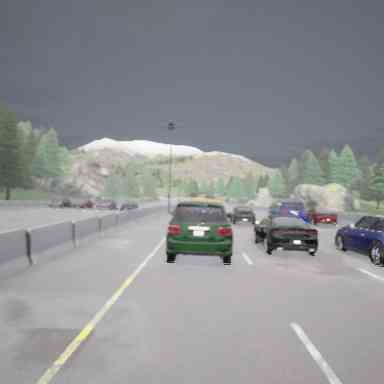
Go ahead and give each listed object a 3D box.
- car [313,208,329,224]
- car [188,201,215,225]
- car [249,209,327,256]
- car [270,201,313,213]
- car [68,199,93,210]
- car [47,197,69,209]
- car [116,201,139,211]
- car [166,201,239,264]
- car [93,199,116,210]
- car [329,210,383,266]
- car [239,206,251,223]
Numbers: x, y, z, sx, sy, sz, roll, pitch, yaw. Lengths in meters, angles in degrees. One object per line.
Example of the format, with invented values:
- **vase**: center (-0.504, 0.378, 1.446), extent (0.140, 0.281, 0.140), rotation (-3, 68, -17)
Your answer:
- **car**: center (11.375, 2.198, 30.035), extent (1.882, 1.535, 5.008), rotation (2, -1, 2)
- **car**: center (0.827, 1.730, 28.573), extent (2.097, 1.767, 4.553), rotation (2, -1, 2)
- **car**: center (3.917, 1.735, 14.586), extent (1.882, 1.535, 5.008), rotation (2, -1, 2)
- **car**: center (7.798, 1.792, 27.586), extent (2.150, 2.045, 5.566), rotation (2, -1, 2)
- **car**: center (-16.200, 1.819, 49.734), extent (1.882, 1.535, 5.008), rotation (2, -1, 2)
- **car**: center (-19.695, 1.587, 49.676), extent (2.097, 1.767, 4.553), rotation (2, -2, 2)
- **car**: center (-9.213, 2.094, 49.576), extent (2.033, 1.411, 5.357), rotation (2, -1, 2)
- **car**: center (0.349, 1.348, 12.563), extent (2.150, 2.045, 5.566), rotation (2, -1, 3)
- **car**: center (-12.697, 1.798, 49.752), extent (2.097, 1.767, 4.553), rotation (2, -1, 2)
- **car**: center (7.363, 1.690, 12.918), extent (2.097, 1.767, 4.553), rotation (2, -1, 2)
- **car**: center (4.334, 1.995, 28.891), extent (1.837, 1.490, 4.892), rotation (2, -1, 2)
